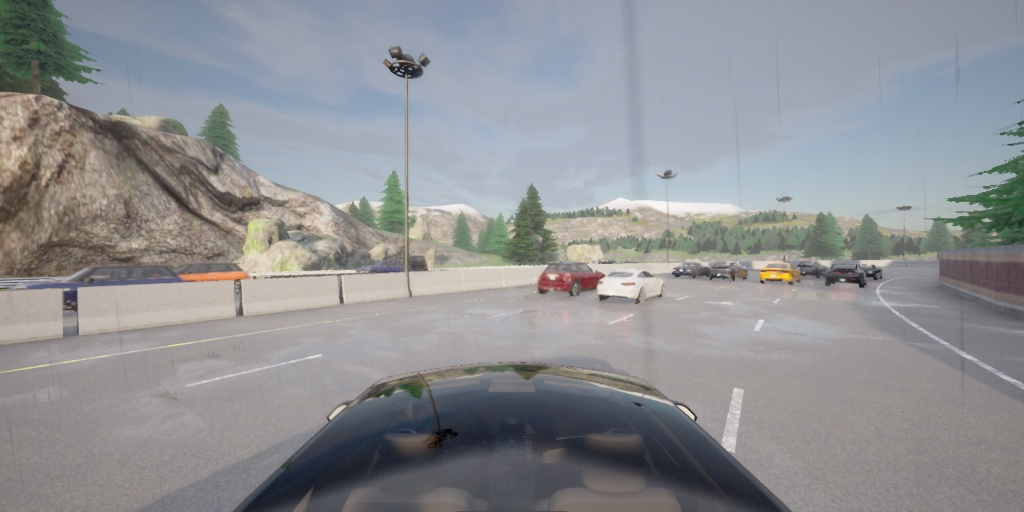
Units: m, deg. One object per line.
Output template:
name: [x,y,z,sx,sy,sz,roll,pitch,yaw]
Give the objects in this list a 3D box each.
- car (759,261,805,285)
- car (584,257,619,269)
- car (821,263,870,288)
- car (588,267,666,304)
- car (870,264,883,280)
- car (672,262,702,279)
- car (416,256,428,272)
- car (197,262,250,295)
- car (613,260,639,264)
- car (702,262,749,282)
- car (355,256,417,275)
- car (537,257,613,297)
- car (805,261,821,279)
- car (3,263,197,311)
car: [19.747,1.228,26.340,5.008,1.535,1.882,0,0,-44]
car: [11.952,0.929,47.771,4.902,1.511,2.128,0,0,-40]
car: [22.482,1.255,24.113,4.892,1.490,1.837,0,0,-43]
car: [5.494,1.276,16.356,1.812,1.442,4.674,0,0,39]
car: [30.421,1.351,30.948,4.718,1.301,1.895,0,0,-39]
car: [16.671,1.297,33.081,5.357,1.411,2.033,0,0,-42]
car: [-10.934,0.971,35.152,2.150,2.045,5.566,0,0,41]
car: [-15.707,1.102,17.694,2.097,1.767,4.553,0,0,35]
car: [14.194,1.282,45.082,4.902,1.511,2.128,0,0,-40]
car: [17.675,1.241,29.201,4.902,1.511,2.128,0,0,-43]
car: [-10.694,1.102,29.997,2.097,1.767,4.553,0,0,40]
car: [3.344,1.102,19.224,2.097,1.767,4.553,0,0,39]
car: [27.685,1.242,33.218,4.902,1.511,2.128,0,0,-39]
car: [-14.742,1.102,12.943,2.097,1.767,4.553,0,0,35]
